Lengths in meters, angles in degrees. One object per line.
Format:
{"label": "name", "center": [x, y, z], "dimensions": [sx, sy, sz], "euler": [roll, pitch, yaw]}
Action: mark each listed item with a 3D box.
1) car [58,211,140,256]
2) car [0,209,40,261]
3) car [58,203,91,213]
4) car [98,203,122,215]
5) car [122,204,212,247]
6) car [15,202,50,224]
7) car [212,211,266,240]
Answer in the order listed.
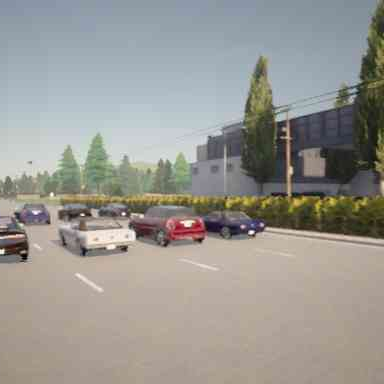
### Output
{"label": "car", "center": [-4.161, 1.713, 13.861], "dimensions": [1.895, 1.301, 4.718], "euler": [0, 0, -34]}
{"label": "car", "center": [-7.191, 1.623, 12.097], "dimensions": [2.128, 1.511, 4.902], "euler": [0, 0, -34]}
{"label": "car", "center": [-10.310, 1.727, 29.051], "dimensions": [1.882, 1.535, 5.008], "euler": [0, 0, -34]}
{"label": "car", "center": [-7.221, 1.756, 30.728], "dimensions": [1.812, 1.442, 4.674], "euler": [0, 0, -34]}
{"label": "car", "center": [-1.371, 1.449, 15.986], "dimensions": [2.097, 1.767, 4.553], "euler": [0, 0, -34]}
{"label": "car", "center": [-12.734, 1.609, 26.381], "dimensions": [2.097, 1.767, 4.553], "euler": [0, 0, -34]}
{"label": "car", "center": [1.614, 1.682, 17.817], "dimensions": [1.895, 1.301, 4.718], "euler": [0, 0, -34]}
